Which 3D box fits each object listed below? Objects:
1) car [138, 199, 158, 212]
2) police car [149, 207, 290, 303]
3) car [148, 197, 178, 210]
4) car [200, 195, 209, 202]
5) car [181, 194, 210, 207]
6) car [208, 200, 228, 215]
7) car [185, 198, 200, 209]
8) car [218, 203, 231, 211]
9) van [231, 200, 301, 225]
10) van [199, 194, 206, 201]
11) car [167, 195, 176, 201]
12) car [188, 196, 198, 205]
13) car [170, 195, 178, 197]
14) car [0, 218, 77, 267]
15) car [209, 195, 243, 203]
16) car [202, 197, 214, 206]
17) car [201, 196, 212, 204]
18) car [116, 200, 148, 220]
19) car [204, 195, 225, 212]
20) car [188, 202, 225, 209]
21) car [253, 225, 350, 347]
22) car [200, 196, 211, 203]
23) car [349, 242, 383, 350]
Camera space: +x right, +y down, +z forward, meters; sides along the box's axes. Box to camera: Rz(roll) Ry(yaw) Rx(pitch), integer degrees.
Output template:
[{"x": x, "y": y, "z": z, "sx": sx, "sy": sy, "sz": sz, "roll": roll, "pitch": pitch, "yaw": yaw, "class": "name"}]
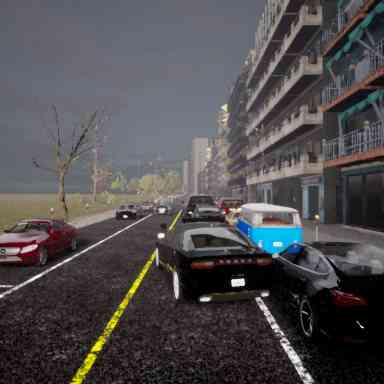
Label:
[{"x": -5.220, "y": 1.591, "z": 39.690, "sx": 1.802, "sy": 1.307, "sz": 4.206, "roll": 1, "pitch": 0, "yaw": 0, "class": "car"}, {"x": 0.226, "y": 1.427, "z": 8.499, "sx": 1.930, "sy": 1.638, "sz": 5.238, "roll": 0, "pitch": 0, "yaw": -13, "class": "police car"}, {"x": -2.680, "y": 1.499, "z": 32.220, "sx": 2.128, "sy": 1.511, "sz": 4.902, "roll": 0, "pitch": 0, "yaw": 0, "class": "car"}, {"x": 2.736, "y": 1.463, "z": 74.186, "sx": 1.967, "sy": 1.590, "sz": 4.097, "roll": 1, "pitch": 0, "yaw": 0, "class": "car"}, {"x": 0.435, "y": 1.225, "z": 24.585, "sx": 2.150, "sy": 2.045, "sz": 5.566, "roll": 0, "pitch": 0, "yaw": -5, "class": "car"}, {"x": 2.649, "y": 1.590, "z": 34.559, "sx": 1.802, "sy": 1.307, "sz": 4.206, "roll": 1, "pitch": 0, "yaw": 0, "class": "car"}, {"x": 0.114, "y": 1.559, "z": 46.480, "sx": 2.033, "sy": 1.411, "sz": 5.357, "roll": 0, "pitch": 0, "yaw": 1, "class": "car"}, {"x": 2.613, "y": 1.529, "z": 17.746, "sx": 1.752, "sy": 1.417, "sz": 4.829, "roll": 1, "pitch": 0, "yaw": 0, "class": "car"}, {"x": 2.602, "y": 1.344, "z": 11.915, "sx": 1.690, "sy": 1.788, "sz": 3.998, "roll": 1, "pitch": 0, "yaw": 0, "class": "van"}, {"x": 2.762, "y": 1.369, "z": 85.508, "sx": 1.690, "sy": 1.788, "sz": 3.998, "roll": 1, "pitch": 0, "yaw": 0, "class": "van"}, {"x": -5.122, "y": 1.578, "z": 84.922, "sx": 2.008, "sy": 1.369, "sz": 4.403, "roll": 1, "pitch": 0, "yaw": 0, "class": "car"}, {"x": 0.131, "y": 1.542, "z": 60.260, "sx": 1.812, "sy": 1.442, "sz": 4.674, "roll": 0, "pitch": 0, "yaw": 0, "class": "car"}, {"x": -5.134, "y": 1.575, "z": 79.268, "sx": 2.008, "sy": 1.369, "sz": 4.403, "roll": 1, "pitch": 0, "yaw": 0, "class": "car"}, {"x": -5.282, "y": 1.584, "z": 11.420, "sx": 1.802, "sy": 1.307, "sz": 4.206, "roll": 1, "pitch": 0, "yaw": 0, "class": "car"}, {"x": 2.627, "y": 1.320, "z": 23.237, "sx": 2.192, "sy": 1.841, "sz": 5.009, "roll": 1, "pitch": 0, "yaw": 0, "class": "car"}, {"x": 2.699, "y": 1.541, "z": 57.373, "sx": 1.752, "sy": 1.417, "sz": 4.829, "roll": 1, "pitch": 0, "yaw": 0, "class": "car"}, {"x": 2.711, "y": 1.543, "z": 63.034, "sx": 1.752, "sy": 1.417, "sz": 4.829, "roll": 1, "pitch": 0, "yaw": 0, "class": "car"}, {"x": -5.245, "y": 1.572, "z": 28.383, "sx": 1.947, "sy": 1.339, "sz": 4.313, "roll": 1, "pitch": 0, "yaw": 0, "class": "car"}, {"x": 2.664, "y": 1.324, "z": 40.220, "sx": 2.192, "sy": 1.841, "sz": 5.009, "roll": 1, "pitch": 0, "yaw": 0, "class": "car"}, {"x": 0.865, "y": 1.510, "z": 18.645, "sx": 1.837, "sy": 1.490, "sz": 4.892, "roll": 0, "pitch": 0, "yaw": 0, "class": "car"}, {"x": 2.587, "y": 1.567, "z": 6.253, "sx": 1.947, "sy": 1.339, "sz": 4.313, "roll": 1, "pitch": 0, "yaw": 0, "class": "car"}, {"x": 2.723, "y": 1.571, "z": 68.524, "sx": 2.008, "sy": 1.369, "sz": 4.403, "roll": 1, "pitch": 0, "yaw": 0, "class": "car"}, {"x": 2.578, "y": 1.315, "z": 0.593, "sx": 2.192, "sy": 1.841, "sz": 5.009, "roll": 1, "pitch": 0, "yaw": 0, "class": "car"}]
